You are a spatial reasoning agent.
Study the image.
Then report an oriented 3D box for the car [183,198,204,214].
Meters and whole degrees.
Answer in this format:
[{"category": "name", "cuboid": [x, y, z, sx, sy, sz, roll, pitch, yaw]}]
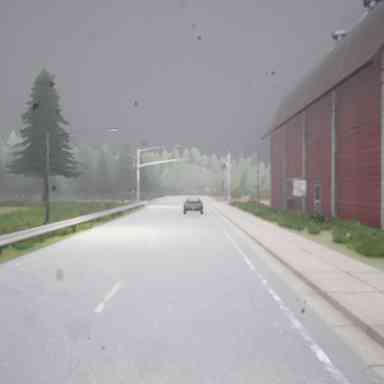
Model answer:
[{"category": "car", "cuboid": [0.126, 1.285, 32.624, 2.128, 1.511, 4.902, 0, 0, 0]}]
